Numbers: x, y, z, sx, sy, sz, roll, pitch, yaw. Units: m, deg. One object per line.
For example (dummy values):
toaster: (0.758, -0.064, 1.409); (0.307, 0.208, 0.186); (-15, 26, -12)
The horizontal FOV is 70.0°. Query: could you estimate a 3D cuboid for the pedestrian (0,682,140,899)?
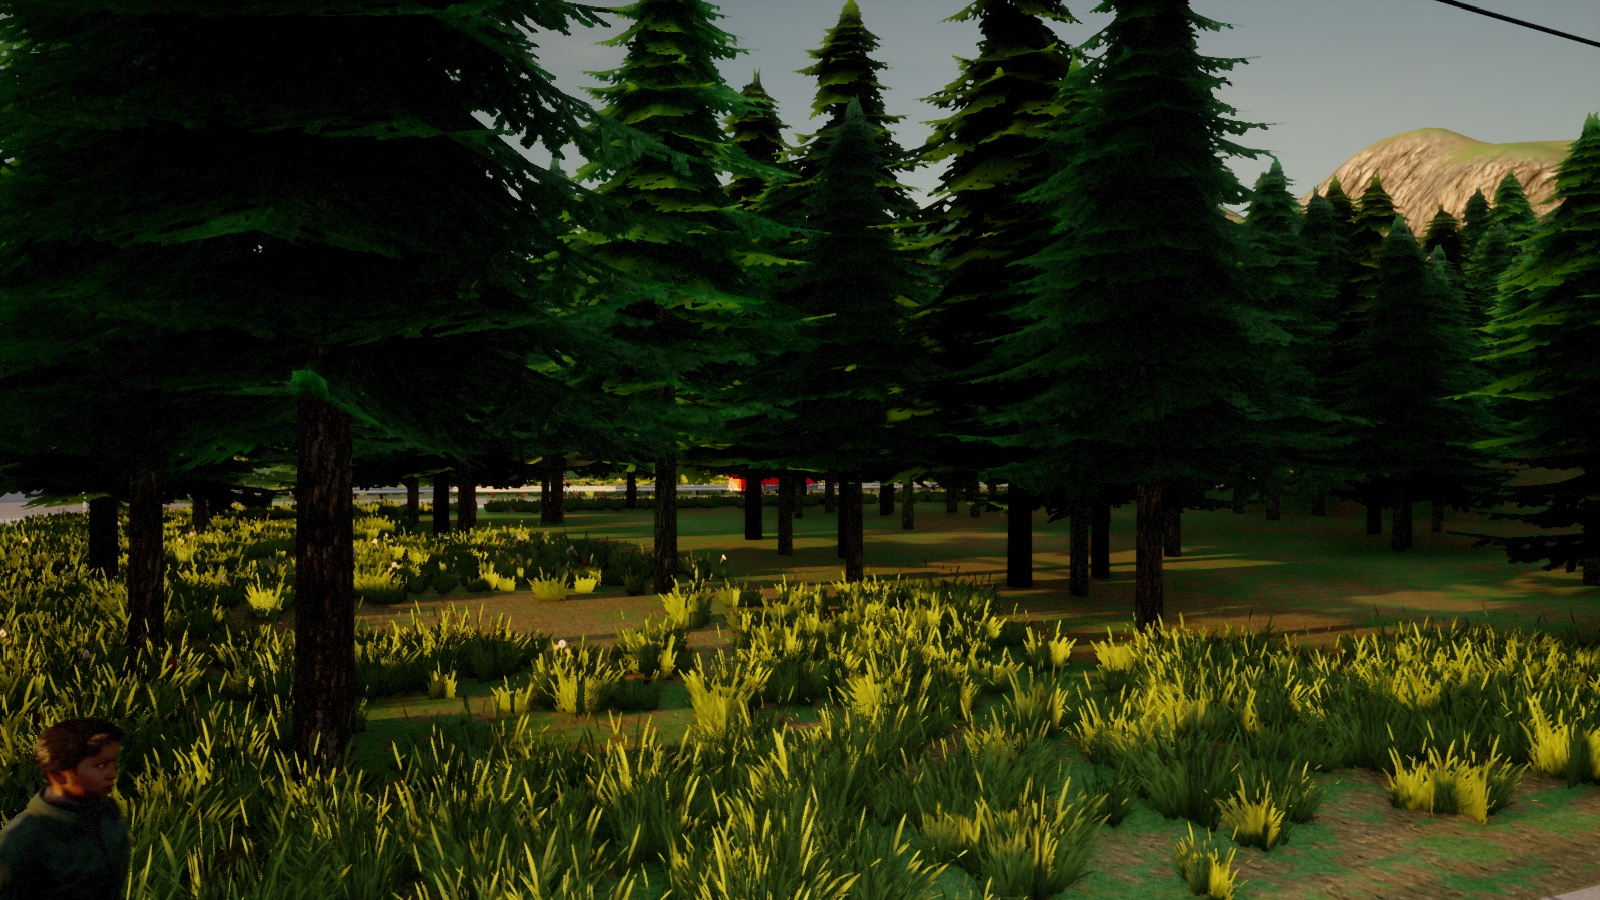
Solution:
pedestrian: (-2.270, 1.663, 3.410); (0.375, 1.860, 0.375); (0, 0, 2)
